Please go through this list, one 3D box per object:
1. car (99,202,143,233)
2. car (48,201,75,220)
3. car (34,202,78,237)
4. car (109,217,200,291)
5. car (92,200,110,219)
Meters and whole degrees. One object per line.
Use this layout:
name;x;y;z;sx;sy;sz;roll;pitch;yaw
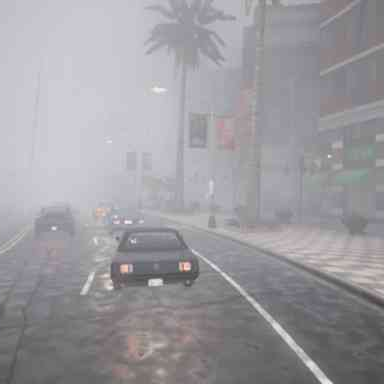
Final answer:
car;-3.903;1.524;18.771;2.033;1.411;5.357;0;0;-19
car;-11.184;1.528;28.670;1.994;1.385;4.181;0;0;-20
car;-7.285;1.480;17.932;1.837;1.490;4.892;0;-1;-19
car;-1.136;1.589;9.088;1.895;1.301;4.718;0;0;-10
car;-7.455;1.421;28.405;1.801;1.575;5.366;0;0;-20
